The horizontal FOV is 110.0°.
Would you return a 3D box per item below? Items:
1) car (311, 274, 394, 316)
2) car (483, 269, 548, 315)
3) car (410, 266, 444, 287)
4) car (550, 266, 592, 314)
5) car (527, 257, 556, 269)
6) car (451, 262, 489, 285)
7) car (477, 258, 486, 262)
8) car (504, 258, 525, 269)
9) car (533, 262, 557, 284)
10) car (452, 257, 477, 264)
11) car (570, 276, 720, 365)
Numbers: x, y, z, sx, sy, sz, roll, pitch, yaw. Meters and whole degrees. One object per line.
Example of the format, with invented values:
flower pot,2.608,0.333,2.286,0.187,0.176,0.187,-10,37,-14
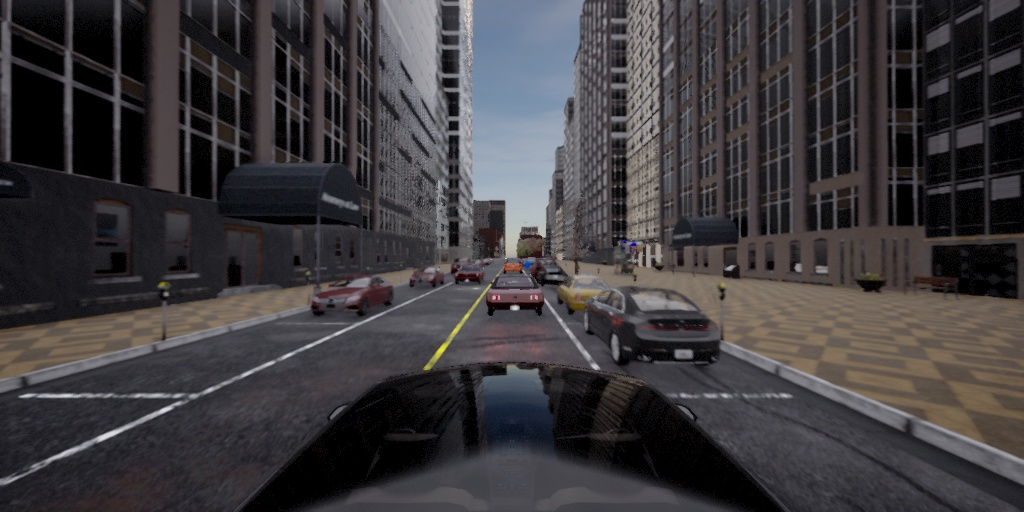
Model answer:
car,-5.689,1.337,13.345,1.802,1.307,4.207,0,0,0
car,0.100,1.356,13.627,1.895,1.301,4.718,0,0,0
car,-5.689,1.341,24.424,1.802,1.307,4.207,0,0,0
car,2.691,1.281,13.516,1.751,1.417,4.829,0,0,0
car,2.691,1.076,29.964,2.192,1.841,5.009,0,0,0
car,-3.037,1.361,26.513,1.895,1.301,4.718,0,0,1
car,-5.691,1.315,57.660,1.888,1.381,4.507,0,0,0
car,0.100,1.118,42.291,2.097,1.767,4.553,0,0,0
car,2.691,1.326,24.424,1.948,1.339,4.313,0,0,0
car,-5.690,1.079,41.042,2.192,1.841,5.009,0,0,0
car,2.691,1.303,7.807,2.007,1.370,4.403,0,0,0
